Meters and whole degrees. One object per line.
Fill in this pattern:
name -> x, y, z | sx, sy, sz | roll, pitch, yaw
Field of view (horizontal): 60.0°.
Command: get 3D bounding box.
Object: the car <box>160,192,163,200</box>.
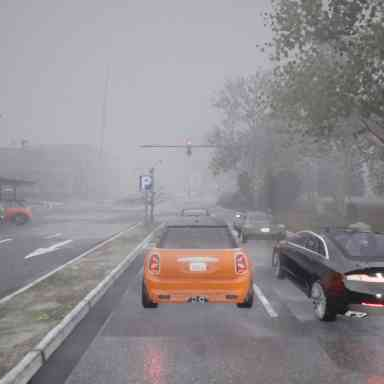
car -> -9.716, 1.358, 75.949 | 4.674, 1.452, 2.002 | -1, 0, -13

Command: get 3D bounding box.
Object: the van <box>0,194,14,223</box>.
van -> -13.623, 1.296, 20.211 | 4.442, 1.987, 1.878 | -1, 0, -20

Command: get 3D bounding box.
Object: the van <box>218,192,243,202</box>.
van -> 7.220, 1.041, 63.610 | 4.442, 1.987, 1.878 | 1, 0, -14

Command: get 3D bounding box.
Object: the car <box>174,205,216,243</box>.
car -> 0.153, 1.531, 17.179 | 1.837, 1.490, 4.892 | 0, 0, 1

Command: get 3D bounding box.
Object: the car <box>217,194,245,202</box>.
car -> 8.134, 1.262, 69.574 | 5.366, 1.575, 1.946 | 1, 0, -13

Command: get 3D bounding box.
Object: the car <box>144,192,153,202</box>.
car -> -10.863, 1.314, 63.990 | 5.366, 1.575, 1.946 | -1, 0, -15

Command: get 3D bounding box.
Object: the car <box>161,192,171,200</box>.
car -> -8.537, 1.356, 84.934 | 4.674, 1.452, 2.002 | -1, 0, -12

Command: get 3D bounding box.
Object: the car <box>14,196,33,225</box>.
car -> -13.651, 1.402, 23.189 | 4.553, 1.767, 2.185 | -1, 0, -19

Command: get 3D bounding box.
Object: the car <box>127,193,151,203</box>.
car -> -10.773, 1.194, 66.942 | 4.553, 1.767, 2.185 | -1, 0, -14

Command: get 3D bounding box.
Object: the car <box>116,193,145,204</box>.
car -> -11.505, 1.357, 60.997 | 4.792, 1.488, 2.163 | -1, 0, -15

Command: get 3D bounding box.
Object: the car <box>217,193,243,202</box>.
car -> 7.600, 1.140, 66.580 | 4.553, 1.767, 2.185 | 1, 0, -14

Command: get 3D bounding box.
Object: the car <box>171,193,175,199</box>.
car -> -8.090, 1.063, 87.941 | 5.566, 2.045, 2.435 | -1, 0, -12

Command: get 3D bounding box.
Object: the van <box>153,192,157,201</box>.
van -> -10.310, 1.091, 69.982 | 4.442, 1.987, 1.878 | -1, 0, -14

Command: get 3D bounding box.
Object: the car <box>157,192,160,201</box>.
car -> -10.085, 1.320, 72.954 | 4.892, 1.521, 2.231 | -1, 0, -14

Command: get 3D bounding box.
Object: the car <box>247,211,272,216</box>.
car -> 3.144, 1.587, 16.129 | 1.994, 1.385, 4.181 | 0, 0, 1

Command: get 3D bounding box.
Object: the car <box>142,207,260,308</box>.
car -> 0.103, 1.363, 8.094 | 2.097, 1.767, 4.553 | 0, 0, 0

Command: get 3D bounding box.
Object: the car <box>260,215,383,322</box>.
car -> 3.102, 1.501, 7.217 | 2.128, 1.511, 4.902 | 0, 0, 0

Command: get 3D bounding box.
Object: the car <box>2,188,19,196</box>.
car -> -28.217, 0.135, 51.849 | 2.002, 1.452, 4.674 | 6, -3, -19
